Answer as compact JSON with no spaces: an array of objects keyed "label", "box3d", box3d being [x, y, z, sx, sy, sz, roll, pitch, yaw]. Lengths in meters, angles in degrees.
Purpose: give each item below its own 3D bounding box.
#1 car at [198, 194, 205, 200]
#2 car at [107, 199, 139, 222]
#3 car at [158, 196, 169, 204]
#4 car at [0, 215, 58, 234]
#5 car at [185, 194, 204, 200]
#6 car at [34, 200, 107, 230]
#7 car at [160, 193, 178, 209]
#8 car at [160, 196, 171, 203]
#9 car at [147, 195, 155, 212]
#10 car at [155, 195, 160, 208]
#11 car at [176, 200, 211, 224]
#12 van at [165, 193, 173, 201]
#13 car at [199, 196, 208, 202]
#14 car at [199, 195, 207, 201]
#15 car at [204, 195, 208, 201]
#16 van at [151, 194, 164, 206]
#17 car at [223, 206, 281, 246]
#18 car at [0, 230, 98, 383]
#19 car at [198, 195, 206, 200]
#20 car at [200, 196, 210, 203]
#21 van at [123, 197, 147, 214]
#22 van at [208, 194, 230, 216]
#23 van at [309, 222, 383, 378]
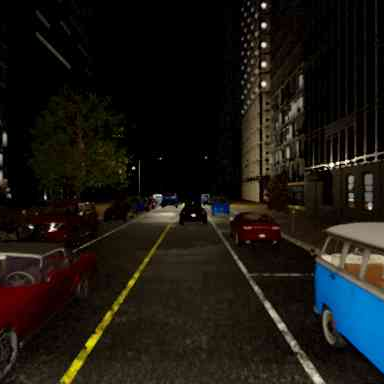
[{"label":"car","box3d":[2.706,1.438,94.530,1.752,1.417,4.829,0,0,0]},{"label":"car","box3d":[-5.686,1.544,26.335,1.887,1.381,4.507,0,0,0]},{"label":"car","box3d":[-5.679,1.492,65.847,1.752,1.417,4.829,0,0,0]},{"label":"car","box3d":[-5.688,1.566,9.331,1.947,1.339,4.313,0,0,0]},{"label":"car","box3d":[0.105,1.346,42.298,2.097,1.767,4.553,0,0,0]},{"label":"car","box3d":[-5.688,1.314,14.999,2.192,1.841,5.009,0,0,0]},{"label":"car","box3d":[-3.081,1.211,46.526,2.150,2.045,5.566,0,0,0]},{"label":"car","box3d":[-5.679,1.509,71.684,2.008,1.369,4.403,0,0,0]},{"label":"car","box3d":[-5.684,1.436,37.673,1.967,1.590,4.097,0,0,0]},{"label":"car","box3d":[-5.683,1.432,43.340,1.967,1.590,4.097,0,0,0]},{"label":"car","box3d":[0.104,1.563,24.830,1.994,1.385,4.181,0,0,0]},{"label":"van","box3d":[-5.676,1.279,83.021,1.690,1.788,3.998,0,0,0]},{"label":"car","box3d":[2.703,1.514,77.352,1.947,1.339,4.313,0,0,0]},{"label":"car","box3d":[2.704,1.463,83.191,1.752,1.417,4.829,0,0,0]},{"label":"car","box3d":[2.699,1.548,54.678,1.947,1.339,4.313,0,0,0]},{"label":"van","box3d":[-5.681,1.323,54.679,1.690,1.788,3.998,0,0,0]},{"label":"car","box3d":[2.693,1.544,14.998,1.887,1.381,4.507,0,0,0]},{"label":"car","box3d":[-3.100,1.601,5.455,1.895,1.301,4.718,0,0,0]},{"label":"car","box3d":[2.705,1.477,88.689,2.008,1.369,4.403,0,0,0]},{"label":"car","box3d":[2.702,1.524,71.684,1.947,1.339,4.313,0,0,0]},{"label":"van","box3d":[-5.685,1.339,32.004,1.690,1.788,3.998,0,0,0]},{"label":"van","box3d":[2.696,1.339,32.003,1.690,1.788,3.998,0,0,0]},{"label":"van","box3d":[2.691,1.341,3.662,1.690,1.788,3.998,0,0,0]}]
